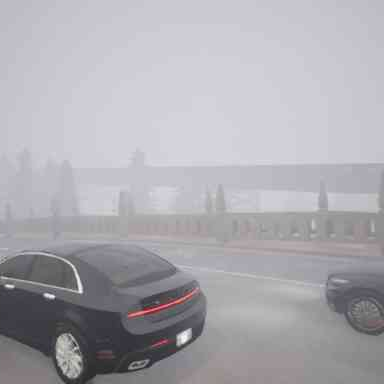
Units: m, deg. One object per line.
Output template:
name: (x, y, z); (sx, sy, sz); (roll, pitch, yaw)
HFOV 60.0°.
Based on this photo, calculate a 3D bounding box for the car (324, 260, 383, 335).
car: (4.522, 1.531, 5.068); (4.674, 1.442, 1.812); (0, 0, 35)

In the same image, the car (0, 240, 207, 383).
car: (-2.070, 1.568, 5.467); (4.892, 1.490, 1.837); (-1, -1, 35)
